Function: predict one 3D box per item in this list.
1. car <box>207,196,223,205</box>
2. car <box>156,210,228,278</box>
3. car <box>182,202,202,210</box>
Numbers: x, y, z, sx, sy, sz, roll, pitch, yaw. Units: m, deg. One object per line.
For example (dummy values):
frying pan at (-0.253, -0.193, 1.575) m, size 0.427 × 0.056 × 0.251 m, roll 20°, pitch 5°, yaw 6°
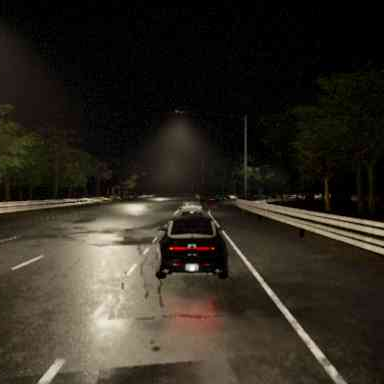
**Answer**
car at (4.041, 1.499, 58.188) m, size 2.128 × 1.511 × 4.902 m, roll 0°, pitch 0°, yaw 18°
car at (0.001, 1.506, 10.160) m, size 1.837 × 1.490 × 4.892 m, roll 0°, pitch 0°, yaw 0°
car at (0.038, 1.602, 32.950) m, size 1.895 × 1.301 × 4.718 m, roll 0°, pitch 0°, yaw 1°
